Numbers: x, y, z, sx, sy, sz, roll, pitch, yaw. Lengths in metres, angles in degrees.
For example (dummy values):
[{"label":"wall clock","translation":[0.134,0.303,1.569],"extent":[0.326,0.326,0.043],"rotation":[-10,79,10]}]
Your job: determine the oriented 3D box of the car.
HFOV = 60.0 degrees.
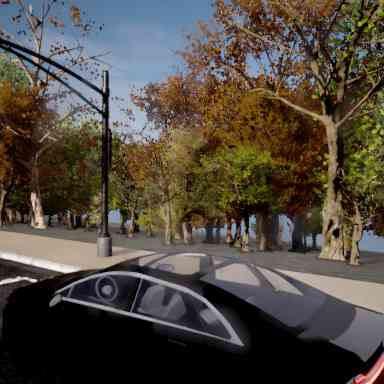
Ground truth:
[{"label":"car","translation":[-0.383,1.494,3.965],"extent":[4.902,1.511,2.128],"rotation":[0,0,36]}]
